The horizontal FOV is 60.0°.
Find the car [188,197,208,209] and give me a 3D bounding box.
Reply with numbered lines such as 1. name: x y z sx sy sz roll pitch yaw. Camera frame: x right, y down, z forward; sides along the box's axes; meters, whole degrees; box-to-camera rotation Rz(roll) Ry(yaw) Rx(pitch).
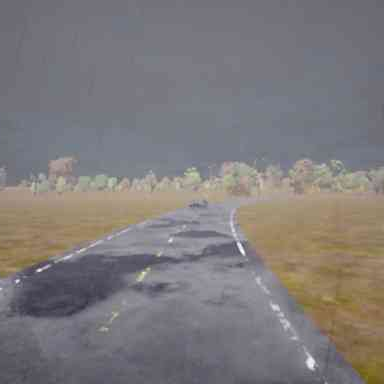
1. car: 0.847 1.379 41.752 1.994 1.385 4.181 0 0 11
